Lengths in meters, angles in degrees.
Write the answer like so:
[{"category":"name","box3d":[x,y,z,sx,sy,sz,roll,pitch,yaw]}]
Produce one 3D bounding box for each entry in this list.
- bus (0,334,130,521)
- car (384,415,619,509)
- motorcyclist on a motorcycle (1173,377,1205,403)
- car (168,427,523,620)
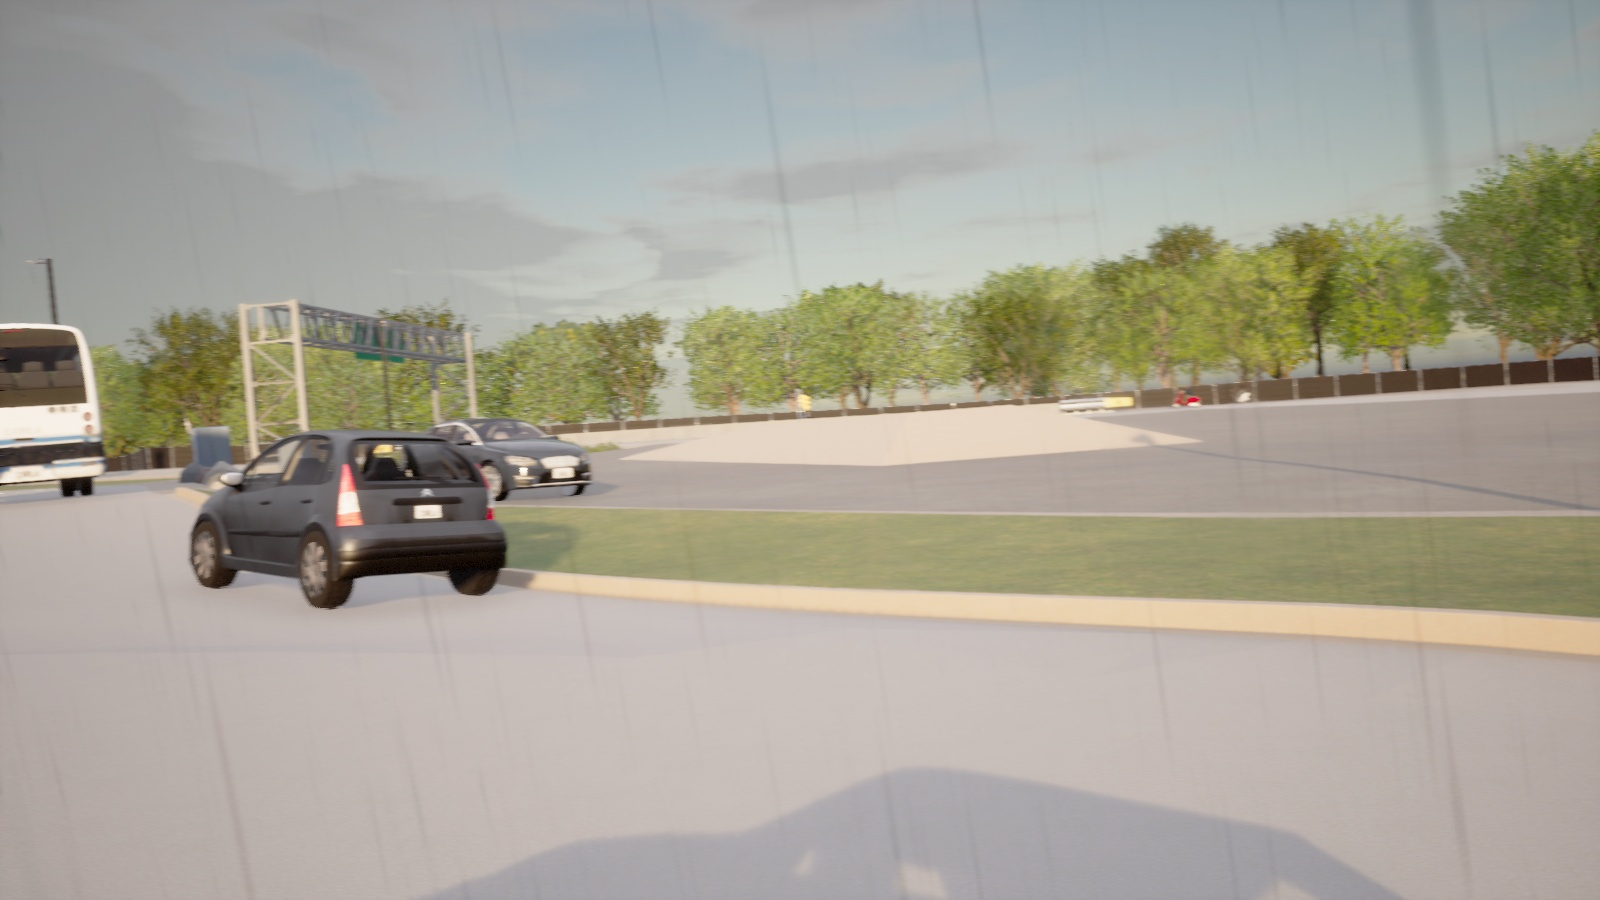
[{"category":"bus","box3d":[-21.098,-0.419,33.968,3.944,4.253,10.273,-7,2,-33]},{"category":"car","box3d":[-5.763,0.210,23.823,2.128,1.511,4.902,-4,2,-43]},{"category":"motorcyclist on a motorcycle","box3d":[25.871,-4.001,83.521,1.817,1.590,0.866,-5,2,11]},{"category":"car","box3d":[-4.681,0.657,12.635,1.851,1.617,3.988,-1,-1,-44]}]
